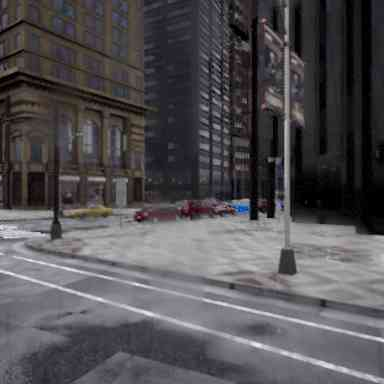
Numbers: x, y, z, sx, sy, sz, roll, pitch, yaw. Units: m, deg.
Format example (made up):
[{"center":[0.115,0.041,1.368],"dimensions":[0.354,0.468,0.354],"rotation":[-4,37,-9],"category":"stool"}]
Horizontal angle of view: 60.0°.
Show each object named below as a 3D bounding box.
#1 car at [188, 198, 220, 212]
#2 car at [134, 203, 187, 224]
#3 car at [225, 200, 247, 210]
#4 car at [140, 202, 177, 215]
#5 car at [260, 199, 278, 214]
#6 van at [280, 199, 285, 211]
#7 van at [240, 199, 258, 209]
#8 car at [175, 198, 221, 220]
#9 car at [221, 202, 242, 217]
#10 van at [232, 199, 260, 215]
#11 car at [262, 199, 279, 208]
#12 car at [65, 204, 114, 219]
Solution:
[{"center":[1.727,1.852,47.851],"dimensions":[2.192,1.841,5.009],"rotation":[-1,-1,36],"category":"car"},{"center":[-2.732,1.803,26.984],"dimensions":[1.887,1.381,4.507],"rotation":[-1,-1,36],"category":"car"},{"center":[7.419,2.108,55.790],"dimensions":[1.967,1.590,4.097],"rotation":[-1,-1,36],"category":"car"},{"center":[-3.965,1.956,39.903],"dimensions":[2.008,1.369,4.403],"rotation":[-1,-1,36],"category":"car"},{"center":[9.140,1.849,43.515],"dimensions":[2.192,1.841,5.009],"rotation":[-1,-1,36],"category":"car"},{"center":[15.076,2.012,51.777],"dimensions":[1.690,1.788,3.998],"rotation":[-1,-1,36],"category":"van"},{"center":[10.265,2.074,59.764],"dimensions":[1.690,1.788,3.998],"rotation":[-1,-1,36],"category":"van"},{"center":[0.235,1.643,31.121],"dimensions":[2.192,1.841,5.009],"rotation":[-1,-1,36],"category":"car"},{"center":[3.205,1.979,35.247],"dimensions":[1.802,1.307,4.206],"rotation":[-1,-1,36],"category":"car"},{"center":[6.172,1.807,39.383],"dimensions":[1.690,1.788,3.998],"rotation":[-1,-1,36],"category":"van"},{"center":[16.061,2.305,67.849],"dimensions":[1.967,1.590,4.097],"rotation":[-1,-1,36],"category":"car"},{"center":[-9.756,1.795,31.823],"dimensions":[1.752,1.417,4.829],"rotation":[-1,-1,36],"category":"car"}]
